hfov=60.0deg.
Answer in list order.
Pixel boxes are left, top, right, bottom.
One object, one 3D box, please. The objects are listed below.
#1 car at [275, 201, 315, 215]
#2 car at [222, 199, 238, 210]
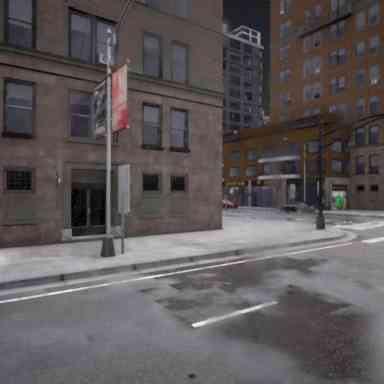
[{"bbox_3d":[10.593,1.576,34.298,1.947,1.339,4.313,0,0,-35],"label":"car"},{"bbox_3d":[4.238,1.590,43.304,1.802,1.307,4.206,0,0,-35],"label":"car"}]
